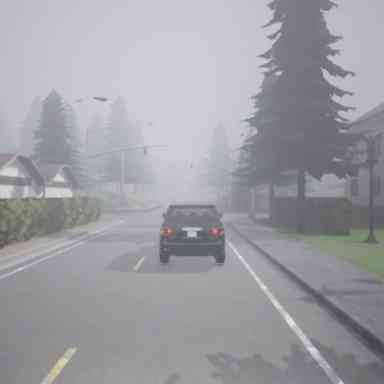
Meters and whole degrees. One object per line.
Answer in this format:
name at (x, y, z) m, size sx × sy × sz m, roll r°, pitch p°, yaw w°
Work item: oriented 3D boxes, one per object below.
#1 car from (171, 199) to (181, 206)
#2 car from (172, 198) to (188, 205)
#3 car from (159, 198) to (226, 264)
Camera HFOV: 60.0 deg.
car at (-3.484, 2.322, 73.140) m, size 1.994 × 1.385 × 4.181 m, roll 0°, pitch -1°, yaw -2°
car at (-2.979, 2.349, 82.878) m, size 1.882 × 1.535 × 5.008 m, roll 0°, pitch -1°, yaw -31°
car at (0.018, 1.358, 12.550) m, size 2.150 × 2.045 × 5.566 m, roll 0°, pitch 0°, yaw 0°
